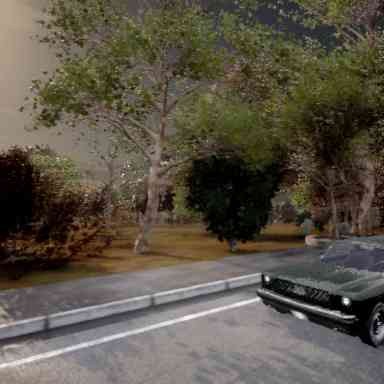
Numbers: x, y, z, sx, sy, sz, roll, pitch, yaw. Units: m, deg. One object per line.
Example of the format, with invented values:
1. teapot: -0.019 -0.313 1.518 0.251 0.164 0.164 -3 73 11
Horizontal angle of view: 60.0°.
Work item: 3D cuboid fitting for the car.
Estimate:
1. car: 3.472 1.618 6.471 4.718 1.301 1.895 0 0 -36
